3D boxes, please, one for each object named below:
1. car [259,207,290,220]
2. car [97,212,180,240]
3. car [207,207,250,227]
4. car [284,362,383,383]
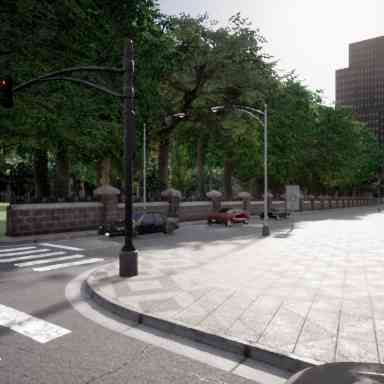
[{"bbox_3d":[9.077,2.352,36.330,1.895,1.301,4.718,0,-1,35],"label":"car"},{"bbox_3d":[-2.866,1.869,19.444,2.033,1.411,5.357,0,-1,35],"label":"car"},{"bbox_3d":[3.110,2.011,27.896,1.882,1.535,5.008,0,-1,35],"label":"car"},{"bbox_3d":[2.351,1.551,1.286,4.403,1.369,2.008,0,0,36],"label":"car"}]
